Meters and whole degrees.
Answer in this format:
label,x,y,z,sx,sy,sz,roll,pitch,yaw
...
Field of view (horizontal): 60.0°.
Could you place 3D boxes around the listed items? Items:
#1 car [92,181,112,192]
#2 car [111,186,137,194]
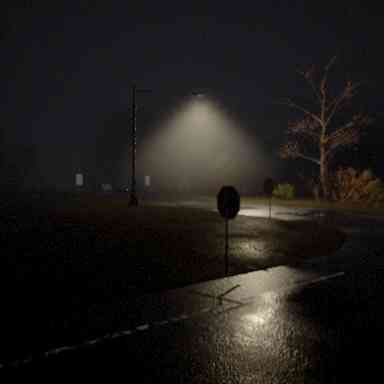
label,x,y,z,sx,sy,sz,roll,pitch,yaw
car,-16.438,-1.028,60.754,2.150,2.045,5.566,0,2,-36
car,-10.607,-0.327,52.641,1.895,1.301,4.718,0,2,-36
